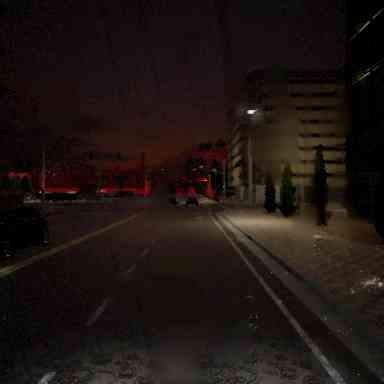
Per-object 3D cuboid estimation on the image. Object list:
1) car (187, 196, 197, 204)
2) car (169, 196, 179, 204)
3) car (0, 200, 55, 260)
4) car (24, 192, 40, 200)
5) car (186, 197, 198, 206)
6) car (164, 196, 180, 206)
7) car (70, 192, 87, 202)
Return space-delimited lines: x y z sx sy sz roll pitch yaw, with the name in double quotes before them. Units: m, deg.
"car" 0.063 1.545 64.524 1.895 1.301 4.718 0 0 0
"car" -3.437 1.461 64.497 1.812 1.442 4.674 0 0 0
"car" -7.080 1.335 12.258 2.097 1.767 4.553 0 0 -1
"car" -35.960 1.298 73.444 1.970 1.475 3.806 0 0 0
"car" 0.053 1.487 54.490 1.994 1.385 4.181 0 0 0
"car" -3.447 1.398 54.076 1.882 1.535 5.008 0 0 0
"car" -30.123 1.288 88.520 1.970 1.475 3.806 0 0 0
